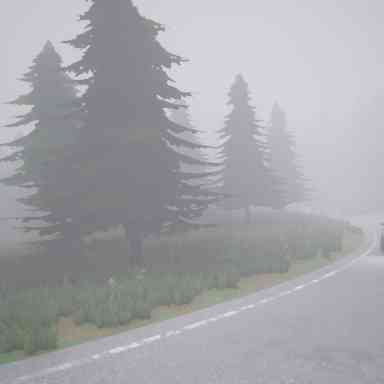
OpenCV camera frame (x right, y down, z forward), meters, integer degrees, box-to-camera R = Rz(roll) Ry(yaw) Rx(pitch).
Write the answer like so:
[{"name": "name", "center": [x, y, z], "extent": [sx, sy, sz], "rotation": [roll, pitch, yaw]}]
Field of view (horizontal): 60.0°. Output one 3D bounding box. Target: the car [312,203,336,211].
[{"name": "car", "center": [21.704, 2.537, 55.159], "extent": [1.895, 1.301, 4.718], "rotation": [-4, -1, -8]}]

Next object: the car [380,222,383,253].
[{"name": "car", "center": [8.936, 1.627, 13.699], "extent": [1.812, 1.442, 4.674], "rotation": [-2, -2, 33]}]

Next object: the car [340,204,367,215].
[{"name": "car", "center": [20.492, 2.192, 42.525], "extent": [1.895, 1.301, 4.718], "rotation": [-4, -2, 7]}]
